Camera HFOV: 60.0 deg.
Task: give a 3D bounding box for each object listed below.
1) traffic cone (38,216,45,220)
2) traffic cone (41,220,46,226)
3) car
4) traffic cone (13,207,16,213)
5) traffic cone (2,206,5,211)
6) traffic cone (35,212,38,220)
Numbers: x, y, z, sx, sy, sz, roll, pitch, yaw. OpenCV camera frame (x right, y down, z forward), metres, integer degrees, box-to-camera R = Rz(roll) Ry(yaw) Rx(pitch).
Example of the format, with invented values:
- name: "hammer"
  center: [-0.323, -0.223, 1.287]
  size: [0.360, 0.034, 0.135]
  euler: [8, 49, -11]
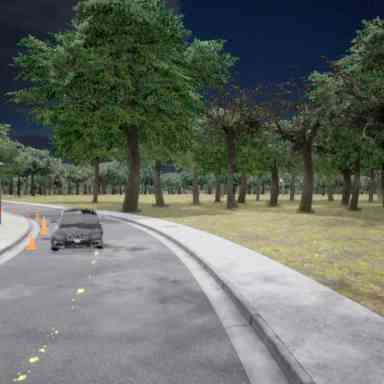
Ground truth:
- name: "traffic cone"
  center: [-9.758, 1.899, 21.898]
  size: [0.340, 0.580, 0.340]
  euler: [0, 0, -27]
- name: "traffic cone"
  center: [-7.808, 1.917, 17.550]
  size: [0.340, 0.580, 0.340]
  euler: [0, 0, -21]
- name: "car"
  center: [-4.734, 1.483, 14.024]
  size: [1.837, 1.490, 4.892]
  euler: [1, 0, -17]
- name: "traffic cone"
  center: [-17.963, 1.842, 33.664]
  size: [0.340, 0.580, 0.340]
  euler: [0, 0, -41]
- name: "traffic cone"
  center: [-21.244, 1.822, 37.437]
  size: [0.340, 0.580, 0.340]
  euler: [0, 0, -41]
- name: "traffic cone"
  center: [-12.110, 1.881, 26.043]
  size: [0.340, 0.580, 0.340]
  euler: [0, 0, -32]
